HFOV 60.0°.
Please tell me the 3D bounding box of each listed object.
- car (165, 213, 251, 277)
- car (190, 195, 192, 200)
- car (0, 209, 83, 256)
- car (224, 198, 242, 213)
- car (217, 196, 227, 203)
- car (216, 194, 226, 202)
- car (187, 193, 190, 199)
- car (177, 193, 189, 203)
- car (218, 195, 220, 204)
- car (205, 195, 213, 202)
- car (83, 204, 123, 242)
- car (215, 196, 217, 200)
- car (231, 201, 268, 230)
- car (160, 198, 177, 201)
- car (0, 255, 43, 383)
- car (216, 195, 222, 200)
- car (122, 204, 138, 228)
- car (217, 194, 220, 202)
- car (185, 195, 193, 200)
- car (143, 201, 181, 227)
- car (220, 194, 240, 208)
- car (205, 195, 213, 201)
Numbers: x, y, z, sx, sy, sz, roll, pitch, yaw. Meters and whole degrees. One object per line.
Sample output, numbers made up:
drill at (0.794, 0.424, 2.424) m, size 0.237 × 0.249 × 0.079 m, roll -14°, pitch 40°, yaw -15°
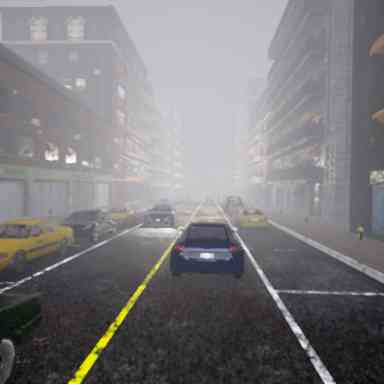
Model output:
car at (0.481, 1.563, 10.308) m, size 1.994 × 1.385 × 4.181 m, roll 1°, pitch 0°, yaw 3°
car at (-1.716, 1.235, 76.576) m, size 2.192 × 1.841 × 5.009 m, roll 0°, pitch 0°, yaw 3°
car at (-5.235, 1.445, 10.210) m, size 1.752 × 1.417 × 4.829 m, roll 0°, pitch 0°, yaw 3°
car at (4.333, 1.561, 32.218) m, size 1.752 × 1.417 × 4.829 m, roll 0°, pitch 0°, yaw 3°
car at (6.363, 1.602, 70.664) m, size 1.947 × 1.339 × 4.313 m, roll 0°, pitch 0°, yaw 3°
car at (6.654, 1.352, 76.180) m, size 2.192 × 1.841 × 5.009 m, roll 0°, pitch 0°, yaw 3°
car at (-2.007, 1.471, 71.059) m, size 2.008 × 1.369 × 4.403 m, roll 0°, pitch 0°, yaw 3°
car at (-2.300, 1.471, 65.544) m, size 2.008 × 1.369 × 4.403 m, roll 0°, pitch 0°, yaw 3°
car at (5.191, 1.476, 48.597) m, size 1.967 × 1.590 × 4.097 m, roll 0°, pitch 0°, yaw 3°
car at (3.824, 1.532, 73.317) m, size 2.033 × 1.411 × 5.357 m, roll 1°, pitch 0°, yaw 3°
car at (-4.934, 1.485, 15.897) m, size 1.947 × 1.339 × 4.313 m, roll 0°, pitch 0°, yaw 3°
car at (6.070, 1.587, 65.147) m, size 2.008 × 1.369 × 4.403 m, roll 0°, pitch 0°, yaw 3°
car at (3.705, 1.560, 21.187) m, size 1.752 × 1.417 × 4.829 m, roll 0°, pitch 0°, yaw 3°
car at (-3.470, 1.501, 43.478) m, size 1.802 × 1.307 × 4.206 m, roll 0°, pitch 0°, yaw 3°
car at (-3.048, 1.557, 2.291) m, size 1.895 × 1.301 × 4.718 m, roll 1°, pitch 0°, yaw 3°
car at (7.542, 1.562, 92.899) m, size 1.752 × 1.417 × 4.829 m, roll 0°, pitch 0°, yaw 3°
car at (-4.649, 1.444, 21.243) m, size 1.752 × 1.417 × 4.829 m, roll 0°, pitch 0°, yaw 3°
car at (5.484, 1.476, 54.115) m, size 1.967 × 1.590 × 4.097 m, roll 0°, pitch 0°, yaw 3°
car at (-0.837, 1.471, 93.125) m, size 2.008 × 1.369 × 4.403 m, roll 0°, pitch 0°, yaw 3°
car at (-1.984, 1.519, 22.202) m, size 1.994 × 1.385 × 4.181 m, roll 1°, pitch 0°, yaw 3°
car at (4.611, 1.351, 37.565) m, size 2.192 × 1.841 × 5.009 m, roll 0°, pitch 0°, yaw 3°
car at (4.378, 1.468, 83.751) m, size 1.895 × 1.301 × 4.718 m, roll 1°, pitch 0°, yaw 3°
